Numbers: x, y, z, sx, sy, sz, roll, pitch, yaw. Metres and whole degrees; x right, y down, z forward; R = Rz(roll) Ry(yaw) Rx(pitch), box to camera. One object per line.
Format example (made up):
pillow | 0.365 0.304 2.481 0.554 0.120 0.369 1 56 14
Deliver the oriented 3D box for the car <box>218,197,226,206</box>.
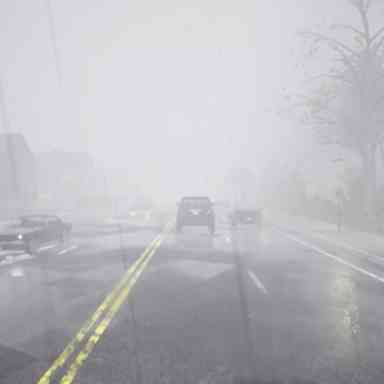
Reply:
car | 4.385 1.521 48.691 1.812 1.442 4.674 0 0 3

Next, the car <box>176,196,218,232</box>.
car | 0.235 1.227 20.368 2.150 2.045 5.566 0 0 1

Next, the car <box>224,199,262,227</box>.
car | 3.533 1.482 22.791 1.882 1.535 5.008 0 0 1

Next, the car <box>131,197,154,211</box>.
car | -5.897 1.359 39.881 2.097 1.767 4.553 0 0 3

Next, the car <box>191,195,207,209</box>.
car | 0.997 1.352 46.027 2.097 1.767 4.553 0 0 3

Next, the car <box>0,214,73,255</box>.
car | -6.549 1.607 13.462 1.895 1.301 4.718 0 0 1
